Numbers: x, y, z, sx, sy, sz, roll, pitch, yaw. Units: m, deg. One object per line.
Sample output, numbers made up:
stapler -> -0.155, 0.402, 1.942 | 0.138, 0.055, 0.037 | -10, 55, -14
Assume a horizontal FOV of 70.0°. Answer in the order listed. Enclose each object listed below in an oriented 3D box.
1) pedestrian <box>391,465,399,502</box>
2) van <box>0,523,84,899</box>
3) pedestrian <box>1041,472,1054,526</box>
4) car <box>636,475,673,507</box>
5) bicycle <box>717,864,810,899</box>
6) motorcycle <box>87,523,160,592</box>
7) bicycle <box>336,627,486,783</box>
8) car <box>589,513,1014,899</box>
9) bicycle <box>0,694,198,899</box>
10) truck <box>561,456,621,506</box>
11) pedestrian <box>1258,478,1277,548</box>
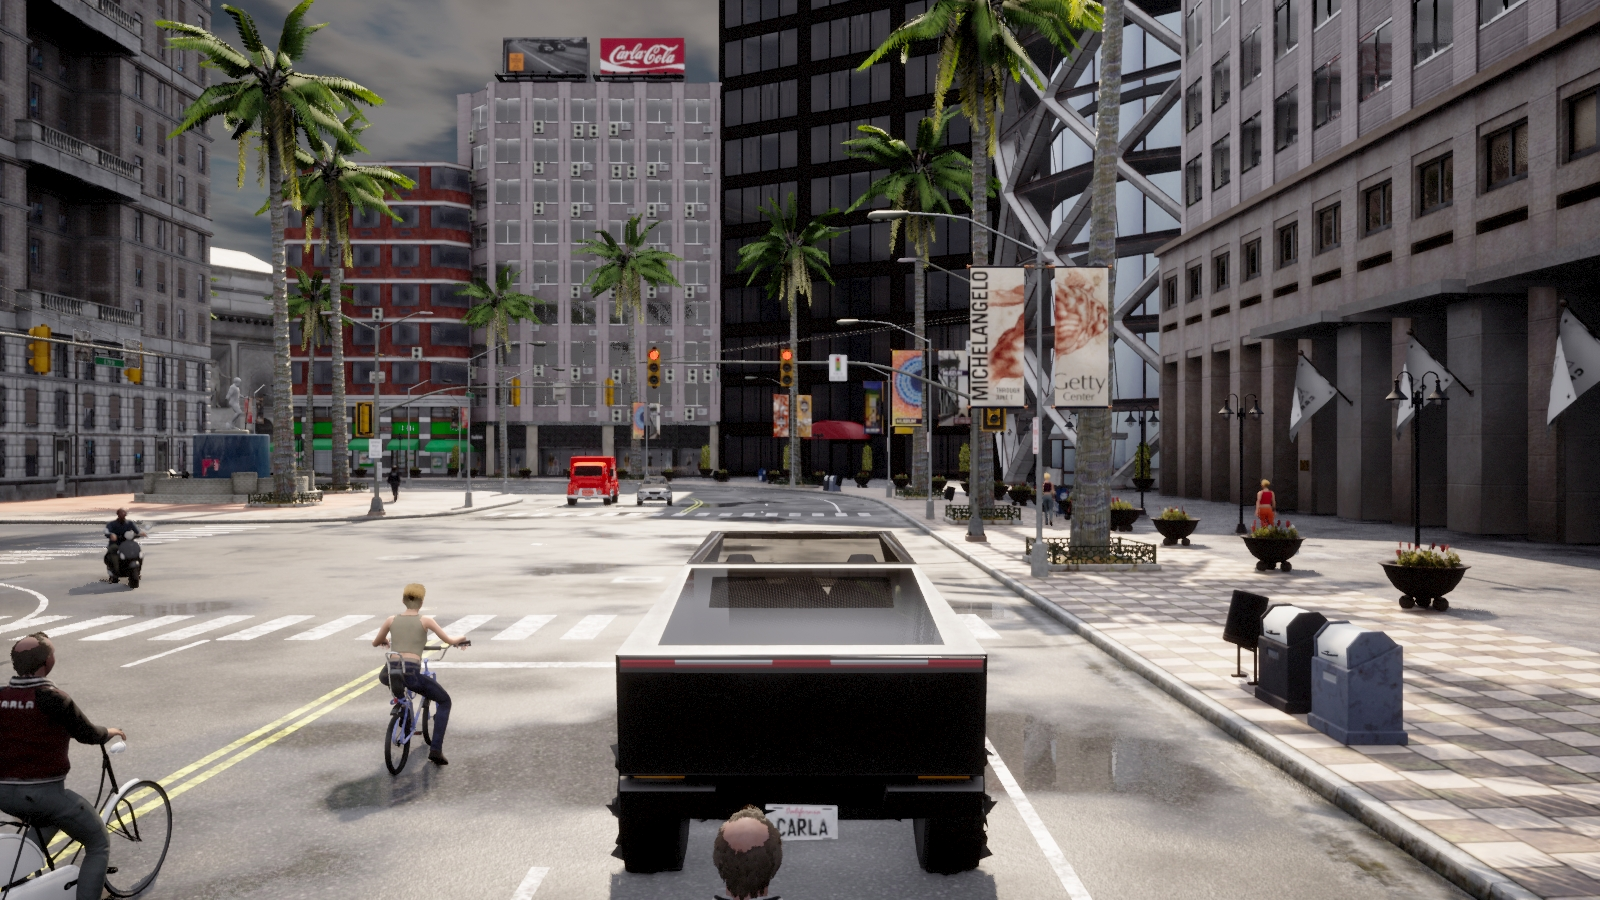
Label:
pedestrian -> -20.473, 1.696, 57.776 | 0.375, 1.860, 0.375 | 0, 0, -15
van -> -3.501, 1.534, 1.043 | 1.988, 2.561, 5.915 | 0, 0, 0
pedestrian -> 8.567, 1.698, 39.492 | 0.375, 1.860, 0.375 | 0, 0, 1
car -> -7.460, 2.066, 58.811 | 1.816, 1.474, 4.193 | 0, 0, -7
bicycle -> -0.147, 2.210, 3.549 | 0.329, 1.171, 1.835 | 0, 0, 1
motorcycle -> -13.929, 2.182, 23.515 | 1.805, 1.236, 0.856 | 0, 0, 44
bicycle -> -3.473, 2.256, 10.347 | 0.859, 1.080, 1.487 | 0, 0, 0
car -> 0.011, 1.753, 9.550 | 2.390, 2.098, 6.274 | 0, 0, 0
bicycle -> -4.243, 2.210, 6.662 | 0.329, 1.171, 1.835 | 0, 0, 6
truck -> -10.821, 1.568, 59.475 | 2.627, 2.467, 5.204 | 0, 0, -5
pedestrian -> 12.653, 1.704, 30.952 | 0.375, 1.860, 0.375 | 0, 0, 3
